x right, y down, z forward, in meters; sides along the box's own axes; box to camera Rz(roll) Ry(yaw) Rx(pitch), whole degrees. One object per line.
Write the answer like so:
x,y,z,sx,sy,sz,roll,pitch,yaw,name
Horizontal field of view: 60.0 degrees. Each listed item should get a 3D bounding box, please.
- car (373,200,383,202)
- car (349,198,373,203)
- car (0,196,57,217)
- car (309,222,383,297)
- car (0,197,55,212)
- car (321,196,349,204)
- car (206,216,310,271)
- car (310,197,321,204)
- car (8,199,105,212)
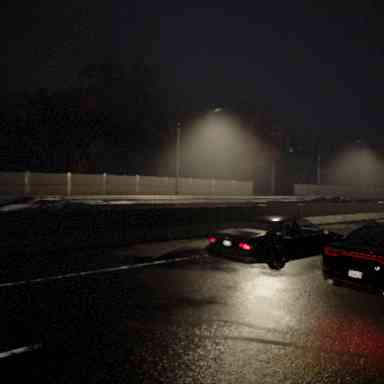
25.319,1.576,42.254,4.674,1.442,1.812,0,1,-38,car
23.868,1.556,45.563,4.181,1.385,1.994,1,1,-38,car
-12.938,1.041,25.236,4.674,1.442,1.812,1,1,-39,car
5.149,1.485,8.082,5.008,1.535,1.882,1,1,-39,car
-8.359,1.196,19.955,5.357,1.411,2.033,1,1,-39,car
21.147,1.425,47.871,4.892,1.490,1.837,1,1,-38,car
2.937,1.488,10.798,5.357,1.411,2.033,1,1,-39,car
20.025,1.431,51.431,4.181,1.385,1.994,1,1,-38,car
-6.188,1.262,17.211,5.357,1.411,2.033,1,1,-39,car
